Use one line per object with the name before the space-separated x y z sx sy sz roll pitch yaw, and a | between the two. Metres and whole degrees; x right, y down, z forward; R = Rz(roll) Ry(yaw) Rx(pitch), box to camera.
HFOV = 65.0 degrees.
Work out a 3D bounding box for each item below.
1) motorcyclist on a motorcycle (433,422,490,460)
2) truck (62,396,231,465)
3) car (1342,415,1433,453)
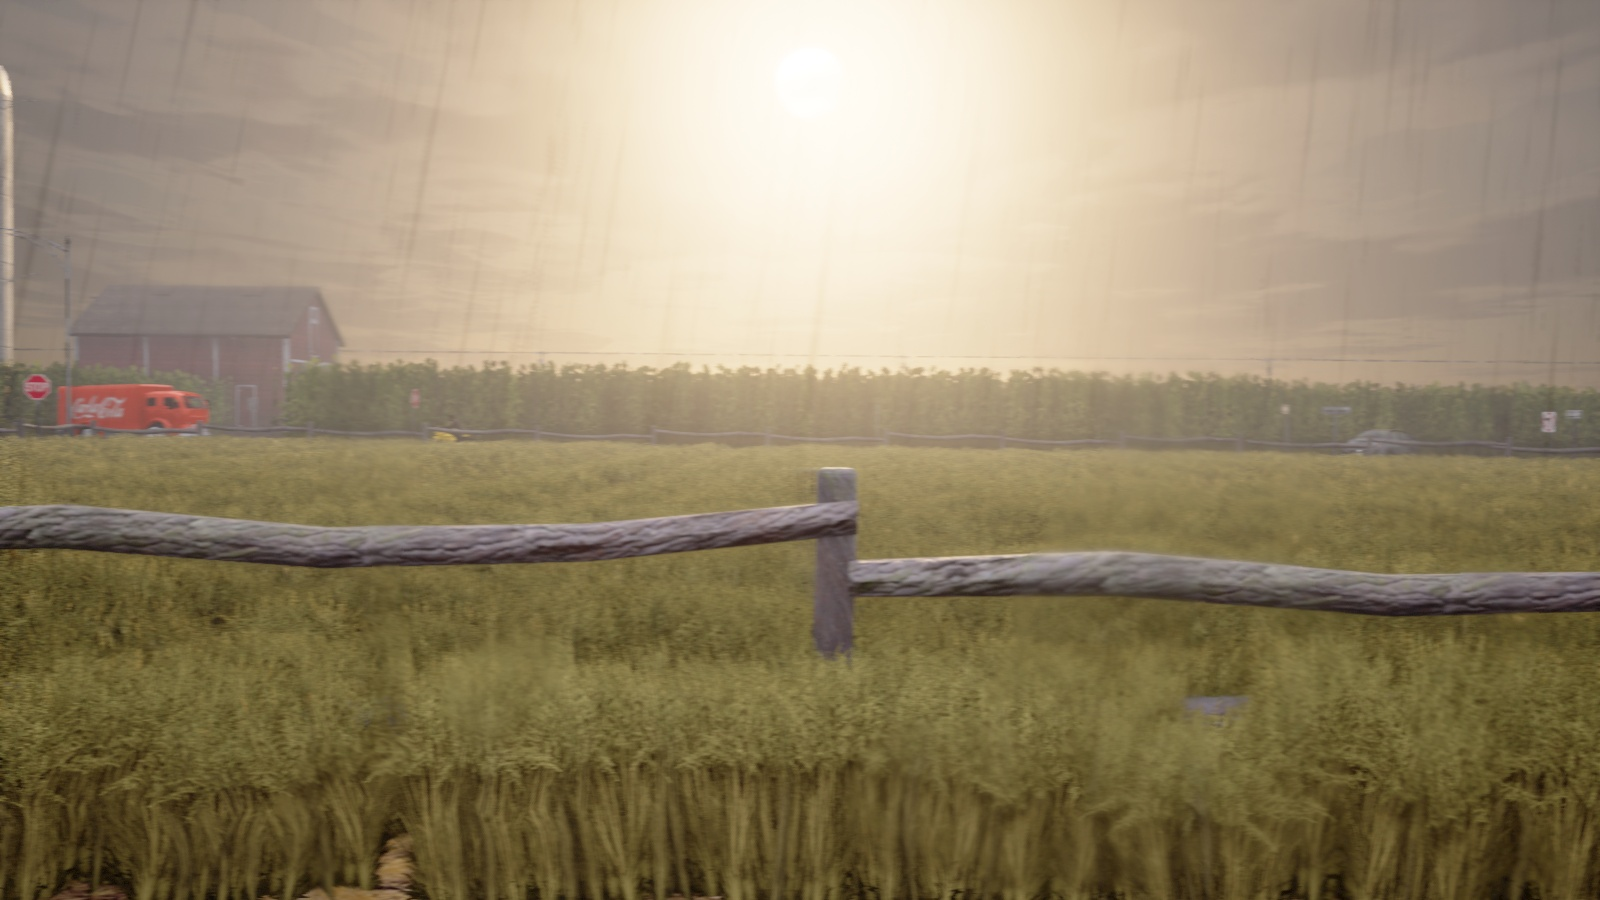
motorcyclist on a motorcycle | -13.558 -0.356 50.315 2.044 1.523 0.797 0 1 2
truck | -25.573 -0.759 49.277 5.204 2.467 2.627 -2 1 8
car | 25.172 -0.696 53.735 4.514 1.525 2.007 -2 2 -43
